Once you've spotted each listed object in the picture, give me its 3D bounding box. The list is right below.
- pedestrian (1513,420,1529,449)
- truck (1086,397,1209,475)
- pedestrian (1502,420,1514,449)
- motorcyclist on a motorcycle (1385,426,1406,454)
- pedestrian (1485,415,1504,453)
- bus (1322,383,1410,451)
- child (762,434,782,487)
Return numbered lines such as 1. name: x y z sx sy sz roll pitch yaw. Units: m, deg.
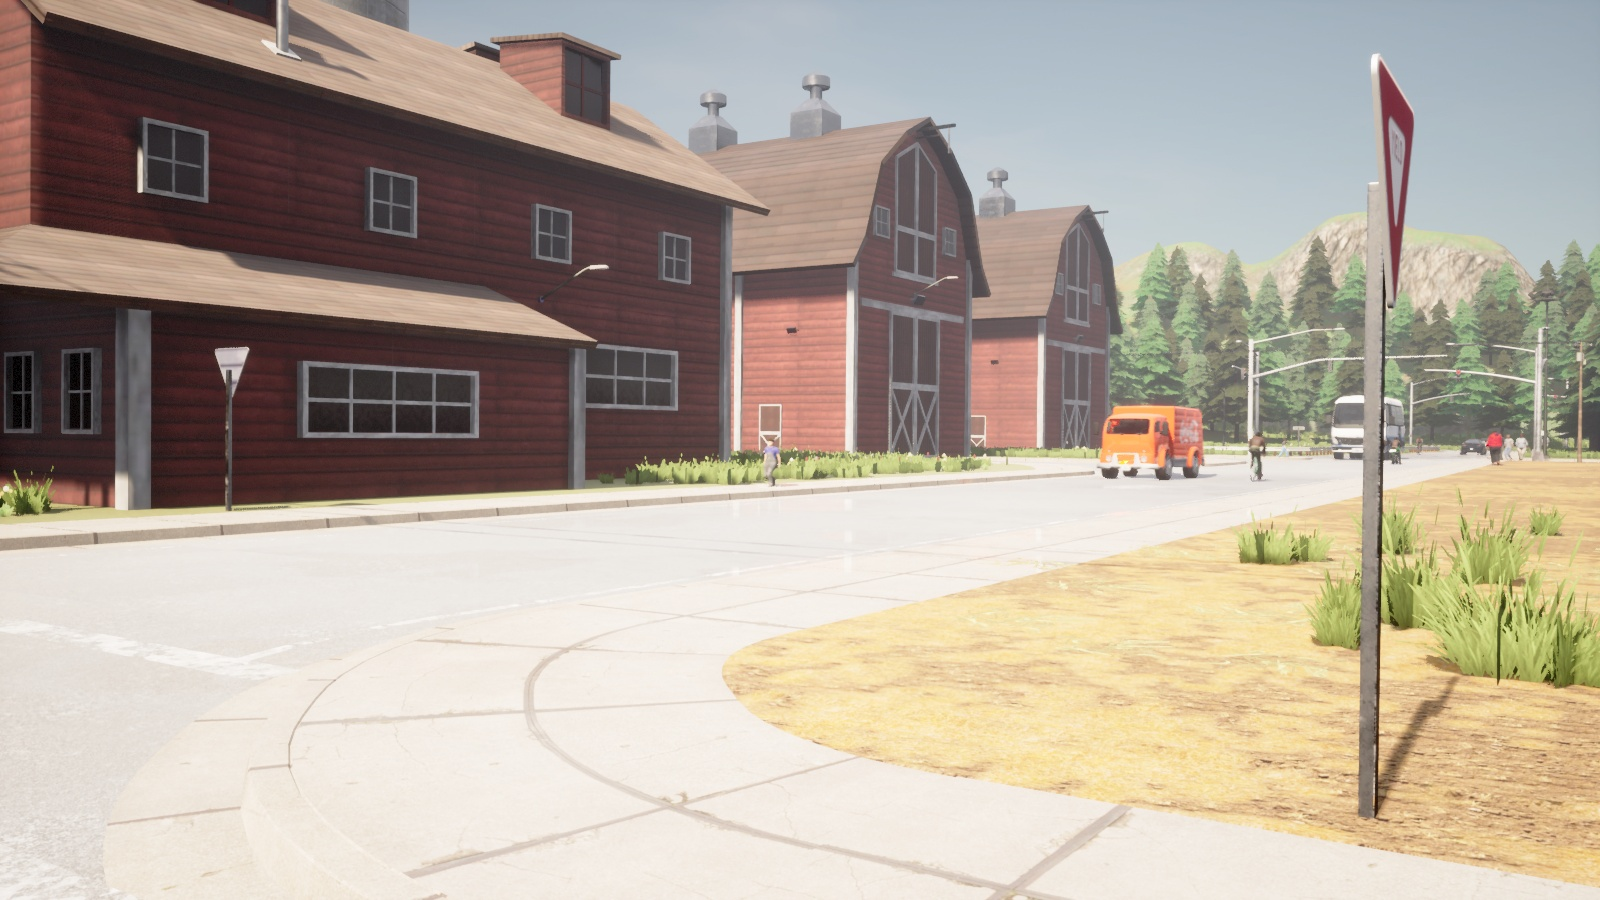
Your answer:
1. pedestrian: 46.599 -1.005 81.157 0.874 1.855 0.900 0 1 32
2. truck: 11.879 -0.469 42.706 2.627 2.467 5.204 0 1 32
3. pedestrian: 44.546 -0.973 78.972 0.706 1.836 0.354 -1 1 -32
4. motorcyclist on a motorcycle: 32.924 -0.564 69.447 0.797 1.523 2.044 0 1 32
5. pedestrian: 34.499 -0.800 62.358 0.634 1.844 0.899 0 1 16
6. bus: 37.862 -2.152 83.811 3.944 4.253 10.273 0 1 32
7. child: -0.662 0.242 30.066 0.270 1.263 0.437 0 1 31
